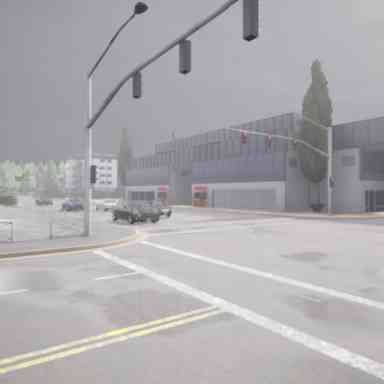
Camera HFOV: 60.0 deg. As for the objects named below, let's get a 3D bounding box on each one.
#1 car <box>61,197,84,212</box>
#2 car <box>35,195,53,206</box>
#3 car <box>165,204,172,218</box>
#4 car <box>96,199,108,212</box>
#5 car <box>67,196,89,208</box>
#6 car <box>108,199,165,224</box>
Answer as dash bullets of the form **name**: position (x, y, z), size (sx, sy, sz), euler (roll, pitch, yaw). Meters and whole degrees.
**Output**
- **car**: position (-13.597, 1.351, 38.461), size (2.097, 1.767, 4.553), euler (0, 0, -34)
- **car**: position (-24.317, 1.371, 54.598), size (2.097, 1.767, 4.553), euler (0, 0, -34)
- **car**: position (-3.603, 1.490, 29.908), size (2.128, 1.511, 4.902), euler (0, 0, -34)
- **car**: position (-9.858, 1.525, 39.186), size (1.812, 1.442, 4.674), euler (0, 0, -34)
- **car**: position (-17.319, 1.476, 50.336), size (1.882, 1.535, 5.008), euler (0, 0, -33)
- **car**: position (-4.237, 1.352, 24.650), size (2.097, 1.767, 4.553), euler (0, 0, -35)
